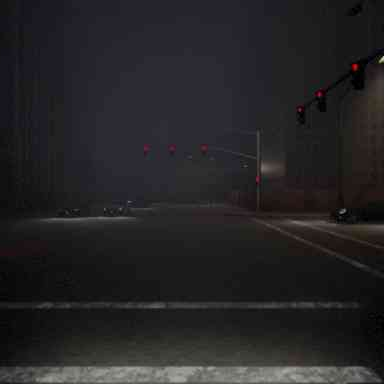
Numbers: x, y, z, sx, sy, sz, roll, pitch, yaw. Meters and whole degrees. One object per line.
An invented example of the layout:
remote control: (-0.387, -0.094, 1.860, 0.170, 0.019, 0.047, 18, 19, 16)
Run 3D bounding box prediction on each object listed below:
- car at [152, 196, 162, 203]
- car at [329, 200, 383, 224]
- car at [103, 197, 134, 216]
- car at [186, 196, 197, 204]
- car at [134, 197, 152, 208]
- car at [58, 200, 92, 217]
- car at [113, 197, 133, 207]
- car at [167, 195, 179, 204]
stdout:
car: (-7.128, 1.526, 65.141, 1.812, 1.442, 4.674, 0, 0, 0)
car: (12.366, 1.336, 23.919, 4.553, 1.767, 2.097, 0, 0, 0)
car: (-7.161, 1.505, 31.996, 1.812, 1.442, 4.674, 0, 0, 0)
car: (-0.127, 1.522, 64.979, 1.994, 1.385, 4.181, 0, 0, 0)
car: (-7.173, 1.495, 47.204, 1.812, 1.442, 4.674, 0, 0, 0)
car: (-10.657, 1.505, 30.709, 1.812, 1.442, 4.674, 0, 0, 0)
car: (-10.692, 1.513, 51.967, 2.033, 1.411, 5.357, 0, 0, 0)
car: (-3.627, 1.310, 64.942, 2.097, 1.767, 4.553, 0, 0, 0)
